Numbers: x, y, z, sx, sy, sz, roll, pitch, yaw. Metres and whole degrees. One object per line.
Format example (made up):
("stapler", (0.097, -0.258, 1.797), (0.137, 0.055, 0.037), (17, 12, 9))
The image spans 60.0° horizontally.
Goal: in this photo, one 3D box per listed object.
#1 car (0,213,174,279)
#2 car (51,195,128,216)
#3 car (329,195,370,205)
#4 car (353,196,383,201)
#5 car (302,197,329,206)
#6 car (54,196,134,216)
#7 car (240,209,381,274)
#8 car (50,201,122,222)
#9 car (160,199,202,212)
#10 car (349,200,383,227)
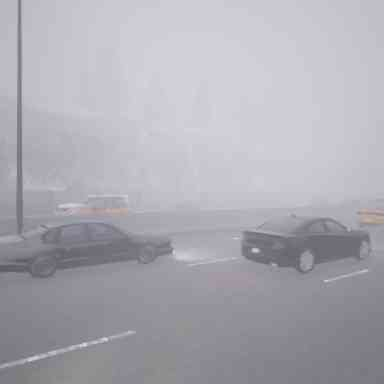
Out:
("car", (-3.226, 1.547, 10.024), (5.357, 1.411, 2.033), (0, 0, -35))
("car", (-7.110, 1.223, 24.656), (5.566, 2.045, 2.150), (0, 0, -35))
("car", (20.856, 1.491, 44.007), (4.902, 1.511, 2.128), (0, 0, -34))
("car", (22.236, 1.506, 40.700), (4.892, 1.490, 1.837), (1, 0, -34))
("car", (17.140, 1.491, 45.730), (4.902, 1.511, 2.128), (0, 0, -34))
("car", (-5.998, 1.351, 21.158), (4.553, 1.767, 2.097), (0, 0, -35))
("car", (3.782, 1.477, 10.677), (5.008, 1.535, 1.882), (0, 0, -35))
("car", (-8.806, 1.547, 27.742), (5.357, 1.411, 2.033), (0, 0, -35))
("car", (-1.217, 1.491, 37.351), (4.902, 1.511, 2.128), (0, 0, -35))
("car", (12.353, 1.477, 20.987), (5.008, 1.535, 1.882), (0, 0, -35))
